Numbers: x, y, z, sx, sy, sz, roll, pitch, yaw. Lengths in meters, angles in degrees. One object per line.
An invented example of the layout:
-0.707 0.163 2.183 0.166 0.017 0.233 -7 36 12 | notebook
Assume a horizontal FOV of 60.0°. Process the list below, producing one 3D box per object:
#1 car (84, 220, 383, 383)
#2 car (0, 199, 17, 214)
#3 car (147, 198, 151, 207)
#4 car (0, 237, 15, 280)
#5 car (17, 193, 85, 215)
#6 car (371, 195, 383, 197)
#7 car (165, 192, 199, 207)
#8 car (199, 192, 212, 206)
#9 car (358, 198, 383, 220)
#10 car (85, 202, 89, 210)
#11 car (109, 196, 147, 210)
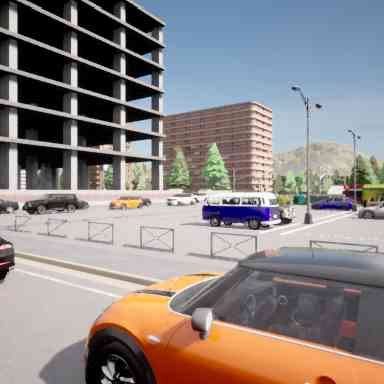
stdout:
1.002 1.352 3.274 4.553 1.767 2.097 0 0 35 | car
-19.590 1.436 32.602 2.128 1.511 4.902 0 0 36 | car
-8.061 1.437 48.915 2.128 1.511 4.902 0 0 35 | car
-6.511 1.492 8.588 4.902 1.511 2.128 0 0 35 | car
-14.284 1.166 34.033 2.150 2.045 5.566 0 0 35 | car
17.786 1.153 29.391 4.605 1.855 1.932 0 0 36 | car
-1.761 1.168 51.747 2.150 2.045 5.566 0 0 35 | car
0.886 1.079 61.442 2.150 2.045 5.566 0 0 35 | car
14.579 1.395 24.826 3.806 1.475 1.970 0 0 36 | car
-14.448 1.508 39.876 1.994 1.385 4.181 0 0 35 | car
-8.406 1.297 42.361 2.097 1.767 4.553 0 0 35 | car
